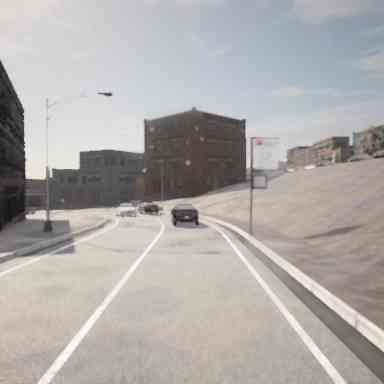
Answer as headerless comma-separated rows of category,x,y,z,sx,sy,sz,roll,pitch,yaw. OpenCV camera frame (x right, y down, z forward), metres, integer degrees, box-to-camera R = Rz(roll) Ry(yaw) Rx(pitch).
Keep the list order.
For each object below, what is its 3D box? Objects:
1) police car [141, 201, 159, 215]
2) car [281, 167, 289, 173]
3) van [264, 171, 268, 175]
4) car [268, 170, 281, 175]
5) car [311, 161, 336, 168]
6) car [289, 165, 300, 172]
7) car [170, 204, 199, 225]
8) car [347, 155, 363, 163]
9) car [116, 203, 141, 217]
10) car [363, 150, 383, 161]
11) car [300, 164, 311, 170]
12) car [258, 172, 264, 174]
police car,-5.839,2.036,43.296,1.930,1.638,5.238,0,-2,-24
car,21.134,-4.496,70.309,2.185,1.767,4.553,0,1,-1
van,20.777,-4.755,86.718,1.878,1.987,4.442,0,0,-1
car,20.893,-4.481,81.324,2.231,1.521,4.892,0,1,-1
car,21.496,-4.303,53.623,2.185,1.767,4.553,0,1,-1
car,21.253,-4.435,64.790,2.185,1.767,4.553,0,1,-1
car,-0.655,1.664,25.665,1.882,1.535,5.008,0,-1,-7
car,21.734,-4.045,42.687,2.231,1.521,4.892,0,1,-1
car,-7.439,2.030,37.718,1.812,1.442,4.674,0,-2,-21
car,21.862,-3.965,37.169,2.231,1.521,4.892,0,1,-1
car,21.377,-4.203,59.117,2.002,1.452,4.674,0,1,-1
car,20.655,-4.533,92.361,2.002,1.452,4.674,0,0,-1
